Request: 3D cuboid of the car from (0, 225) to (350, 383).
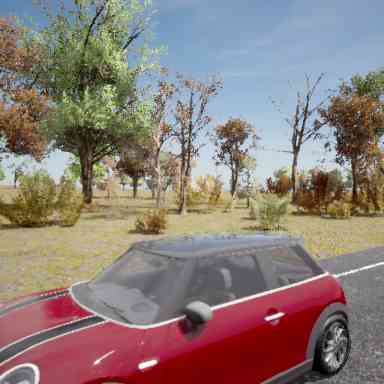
[{"bbox_3d":[-0.167,1.351,3.927,4.553,1.767,2.097,0,0,-36],"label":"car"}]
